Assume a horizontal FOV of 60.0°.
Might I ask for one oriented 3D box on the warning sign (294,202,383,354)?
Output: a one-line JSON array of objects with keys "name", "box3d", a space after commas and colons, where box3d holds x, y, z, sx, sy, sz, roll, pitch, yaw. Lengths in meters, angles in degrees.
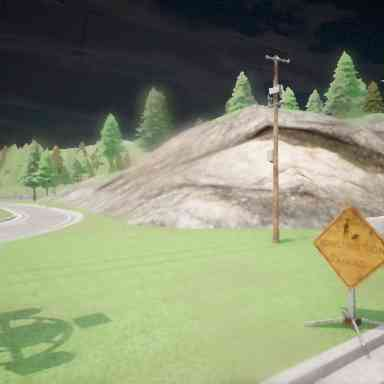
[{"name": "warning sign", "box3d": [2.425, 1.115, 5.046, 1.060, 1.860, 1.300, 0, 0, -35]}]
